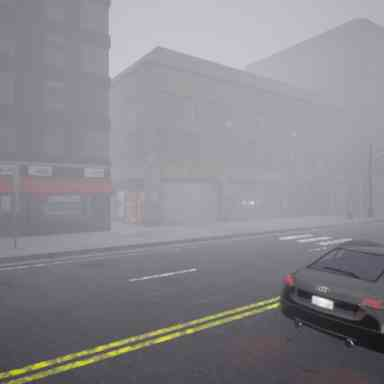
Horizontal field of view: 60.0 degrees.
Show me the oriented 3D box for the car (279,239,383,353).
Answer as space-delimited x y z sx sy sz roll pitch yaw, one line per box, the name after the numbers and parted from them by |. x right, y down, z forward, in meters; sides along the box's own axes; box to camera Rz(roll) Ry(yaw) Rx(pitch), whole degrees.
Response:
3.513 1.560 5.925 4.181 1.385 1.994 0 0 -35 | car
